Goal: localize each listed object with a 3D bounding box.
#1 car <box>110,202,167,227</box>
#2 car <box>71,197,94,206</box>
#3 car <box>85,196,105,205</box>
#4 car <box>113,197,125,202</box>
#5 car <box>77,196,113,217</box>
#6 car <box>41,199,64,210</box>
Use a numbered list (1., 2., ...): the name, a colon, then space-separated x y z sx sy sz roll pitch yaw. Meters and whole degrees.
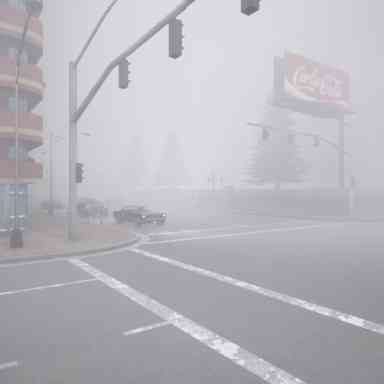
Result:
1. car: -3.659 1.601 22.856 1.895 1.301 4.718 0 0 -36
2. car: -18.290 1.547 55.324 2.033 1.411 5.357 0 0 -36
3. car: -17.671 1.526 60.424 1.812 1.442 4.674 0 0 -37
4. car: -12.320 1.505 53.046 1.837 1.490 4.892 0 0 -36
5. car: -9.476 1.353 30.887 2.097 1.767 4.553 0 0 -36
6. car: -17.870 1.562 42.500 1.994 1.385 4.181 0 0 -36
